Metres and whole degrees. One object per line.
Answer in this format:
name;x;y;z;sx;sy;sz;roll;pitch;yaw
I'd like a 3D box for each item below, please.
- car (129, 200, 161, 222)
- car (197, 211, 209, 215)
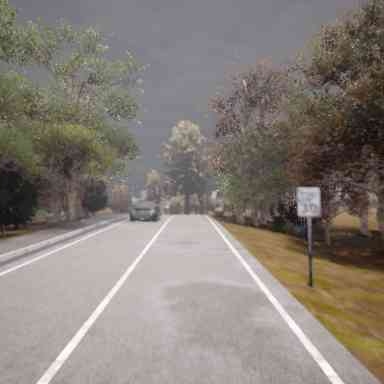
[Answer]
car;-3.802;1.487;27.493;2.097;1.767;4.553;0;-1;0
car;2.813;6.006;92.582;4.553;1.767;2.097;-2;-5;24
